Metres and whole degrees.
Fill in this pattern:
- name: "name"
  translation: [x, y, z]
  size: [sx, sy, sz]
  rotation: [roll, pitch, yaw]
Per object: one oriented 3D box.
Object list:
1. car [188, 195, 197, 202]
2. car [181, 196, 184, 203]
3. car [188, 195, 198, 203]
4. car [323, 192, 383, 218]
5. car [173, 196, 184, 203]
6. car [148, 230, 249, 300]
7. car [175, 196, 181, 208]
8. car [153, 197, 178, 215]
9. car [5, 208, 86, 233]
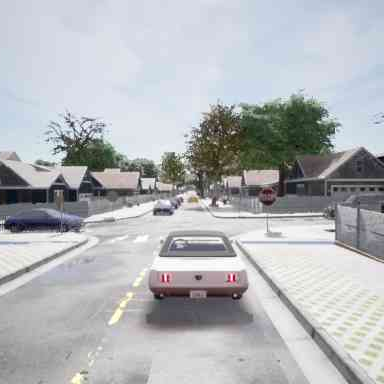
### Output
- name: "car"
  translation: [0.150, 1.404, 76.134]
  size: [2.128, 1.511, 4.902]
  rotation: [0, 0, 0]
- name: "car"
  translation: [-2.734, 1.511, 53.701]
  size: [1.895, 1.301, 4.718]
  rotation: [0, 0, 0]
- name: "car"
  translation: [0.227, 1.369, 66.175]
  size: [1.882, 1.535, 5.008]
  rotation: [0, 0, 0]
- name: "car"
  translation: [11.631, 0.951, 23.360]
  size: [4.553, 1.767, 2.097]
  rotation: [-2, 0, 0]
- name: "car"
  translation: [-2.649, 1.492, 66.009]
  size: [1.895, 1.301, 4.718]
  rotation: [0, 0, 1]
- name: "car"
  translation: [0.121, 1.596, 8.355]
  size: [1.895, 1.301, 4.718]
  rotation: [0, 0, 0]
- name: "car"
  translation: [-2.760, 1.454, 43.629]
  size: [1.812, 1.442, 4.674]
  rotation: [0, 0, 1]
- name: "car"
  translation: [-2.784, 1.496, 33.604]
  size: [2.033, 1.411, 5.357]
  rotation: [0, 0, 0]
- name: "car"
  translation: [-8.678, 1.703, 19.744]
  size: [4.674, 1.442, 1.812]
  rotation: [-2, 0, 7]
